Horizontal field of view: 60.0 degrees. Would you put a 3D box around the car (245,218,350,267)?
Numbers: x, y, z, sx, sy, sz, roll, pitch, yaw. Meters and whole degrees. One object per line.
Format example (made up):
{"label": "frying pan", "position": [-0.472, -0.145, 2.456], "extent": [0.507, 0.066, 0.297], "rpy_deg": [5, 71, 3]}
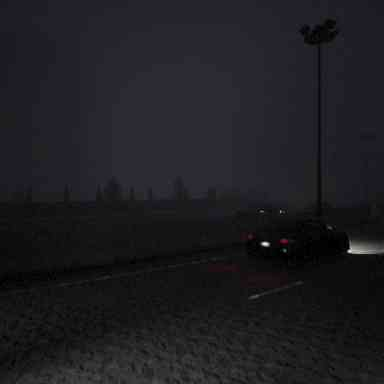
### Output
{"label": "car", "position": [3.770, 1.590, 11.627], "extent": [4.181, 1.385, 1.994], "rpy_deg": [0, 0, -41]}

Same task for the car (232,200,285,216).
{"label": "car", "position": [5.647, 1.607, 28.684], "extent": [2.033, 1.411, 5.357], "rpy_deg": [0, 0, 40]}

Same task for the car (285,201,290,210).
{"label": "car", "position": [11.104, 1.655, 42.357], "extent": [1.994, 1.385, 4.181], "rpy_deg": [0, 0, 31]}

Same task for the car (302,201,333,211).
{"label": "car", "position": [11.672, 1.562, 30.710], "extent": [2.128, 1.511, 4.902], "rpy_deg": [0, 0, 36]}
